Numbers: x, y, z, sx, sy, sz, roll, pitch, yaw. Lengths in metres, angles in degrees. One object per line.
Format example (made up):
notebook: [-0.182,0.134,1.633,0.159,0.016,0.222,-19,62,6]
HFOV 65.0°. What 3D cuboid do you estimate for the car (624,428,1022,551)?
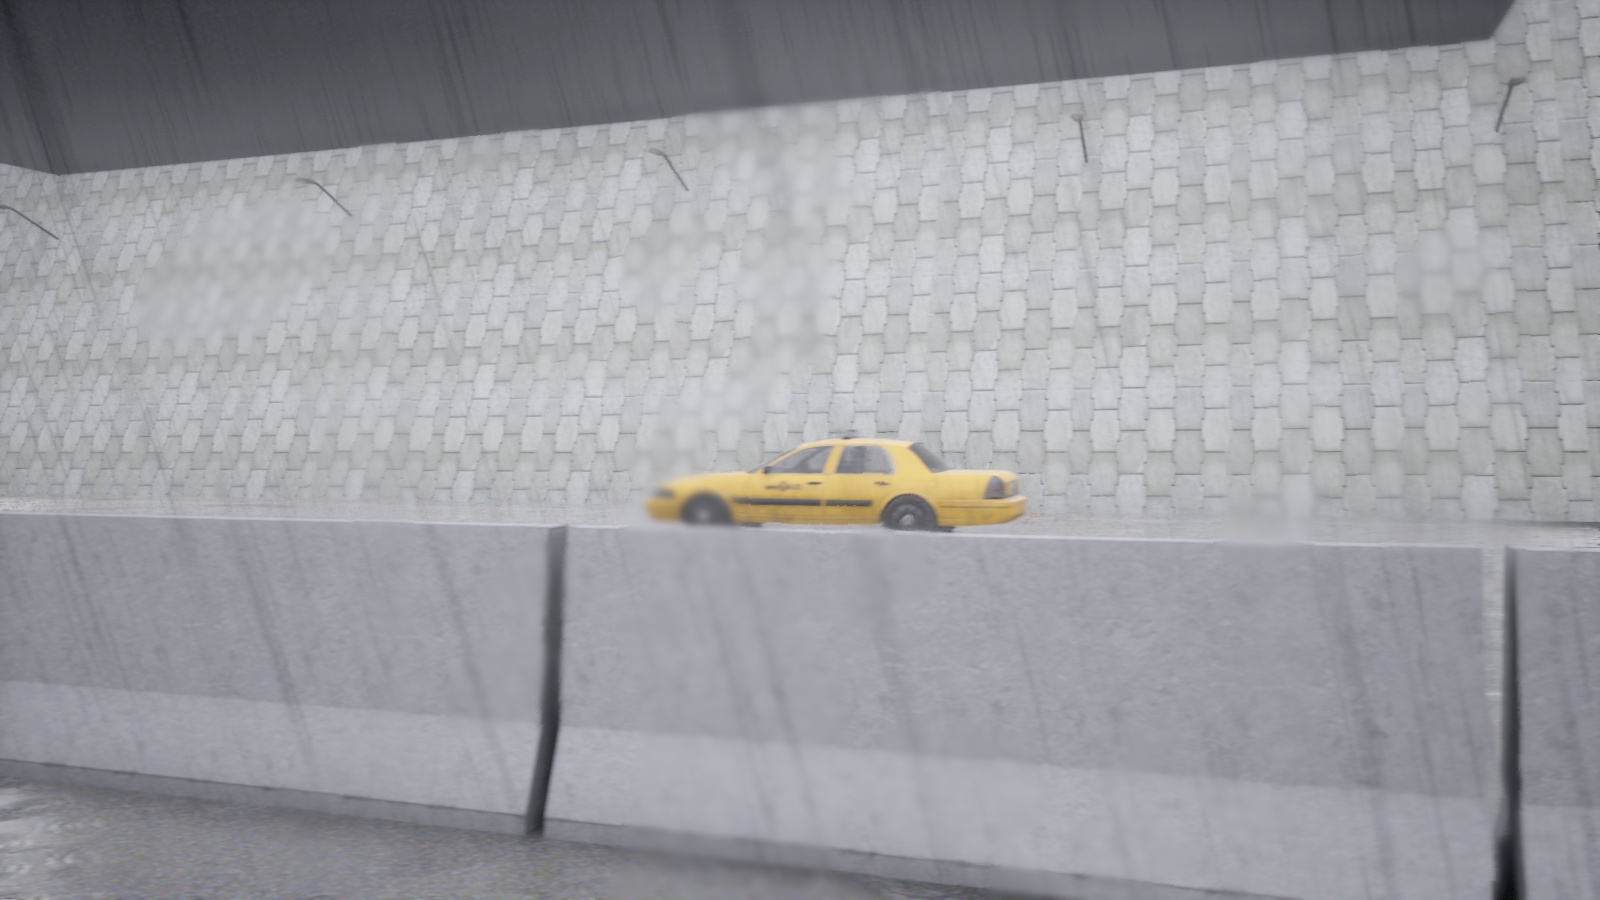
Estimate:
car: [0.322,0.481,17.854,5.366,1.575,1.801,1,1,19]
